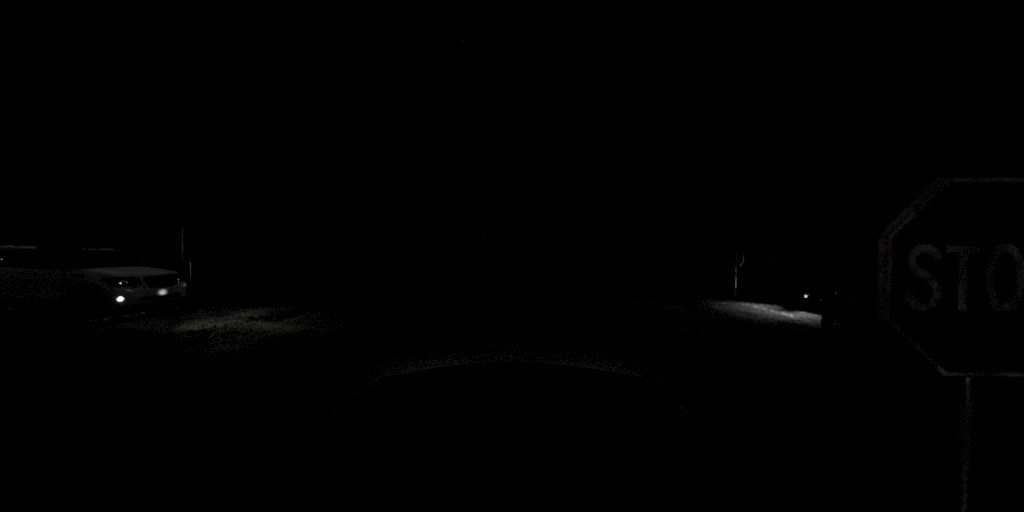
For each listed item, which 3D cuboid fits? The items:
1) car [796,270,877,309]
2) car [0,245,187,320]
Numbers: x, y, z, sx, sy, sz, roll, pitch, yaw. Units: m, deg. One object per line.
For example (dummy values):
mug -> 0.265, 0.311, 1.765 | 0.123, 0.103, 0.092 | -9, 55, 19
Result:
car -> 13.261, 1.268, 13.122 | 4.892, 1.490, 1.837 | 1, 1, 2
car -> -13.309, 0.696, 10.997 | 5.566, 2.045, 2.150 | 1, 1, 3
